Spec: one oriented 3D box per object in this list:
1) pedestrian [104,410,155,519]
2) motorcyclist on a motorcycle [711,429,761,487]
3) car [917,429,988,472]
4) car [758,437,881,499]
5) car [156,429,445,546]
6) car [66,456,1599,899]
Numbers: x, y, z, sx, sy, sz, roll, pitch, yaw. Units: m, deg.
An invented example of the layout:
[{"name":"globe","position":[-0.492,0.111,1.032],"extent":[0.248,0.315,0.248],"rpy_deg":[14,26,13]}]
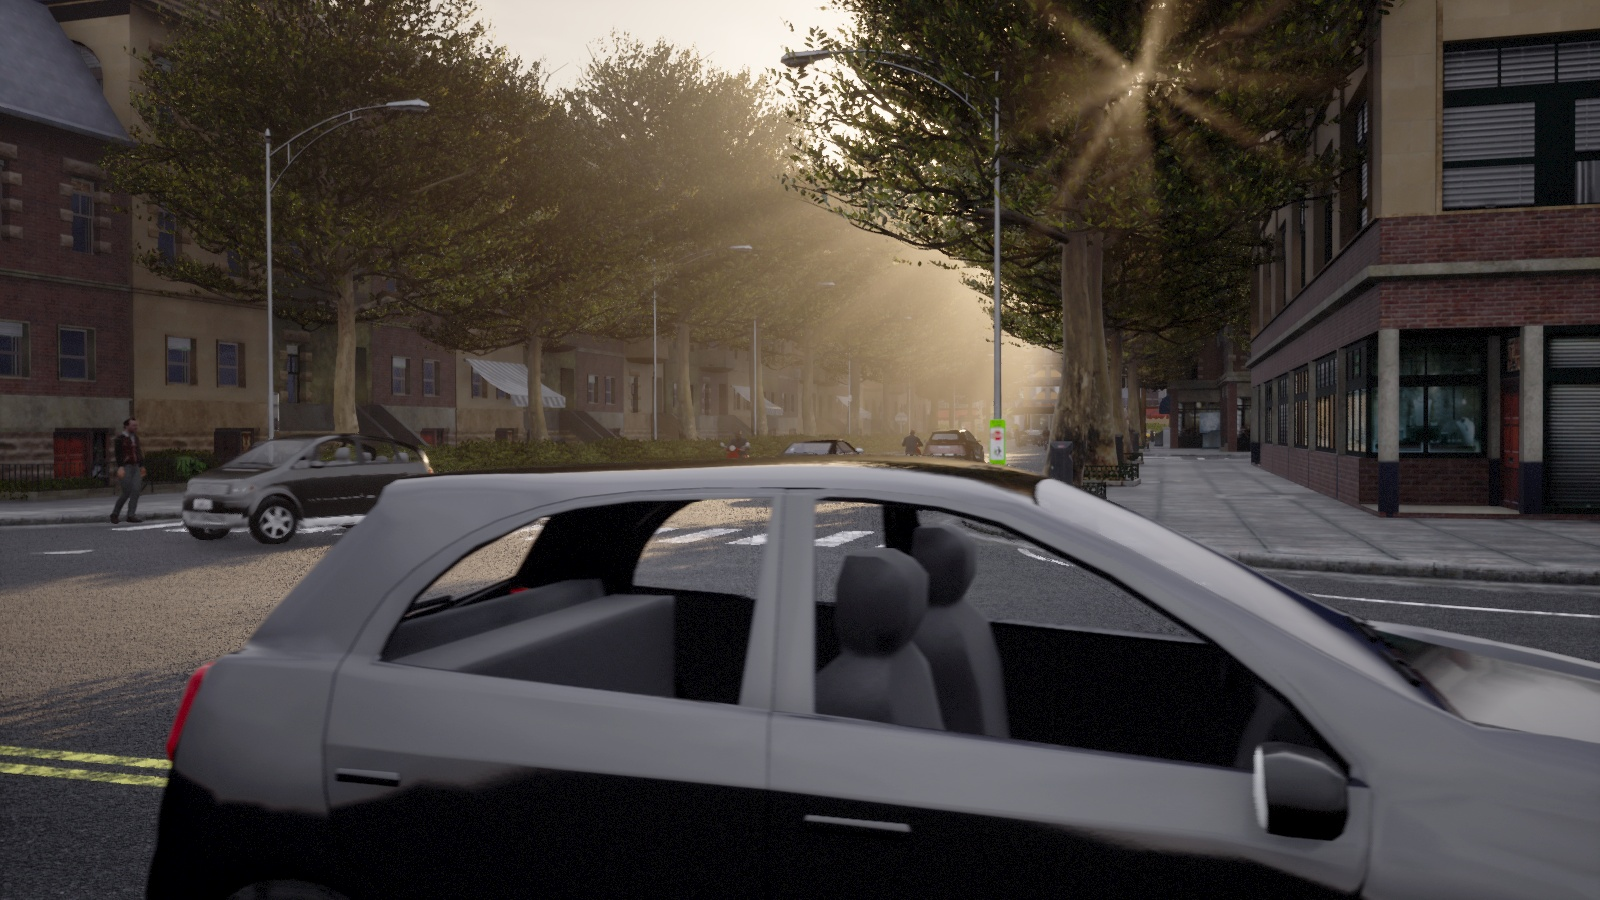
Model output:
[{"name":"pedestrian","position":[-11.554,0.244,21.636],"extent":[0.720,1.854,0.376],"rpy_deg":[0,1,16]},{"name":"motorcyclist on a motorcycle","position":[-1.789,0.207,35.470],"extent":[0.866,1.590,1.817],"rpy_deg":[0,1,16]},{"name":"car","position":[6.172,-0.025,50.370],"extent":[2.033,1.649,4.856],"rpy_deg":[0,1,16]},{"name":"car","position":[0.563,0.397,31.029],"extent":[1.994,1.385,4.181],"rpy_deg":[0,1,16]},{"name":"car","position":[-7.381,0.477,18.883],"extent":[1.789,1.549,3.705],"rpy_deg":[1,1,31]},{"name":"car","position":[0.516,0.796,2.928],"extent":[3.633,1.501,1.845],"rpy_deg":[0,1,16]}]
